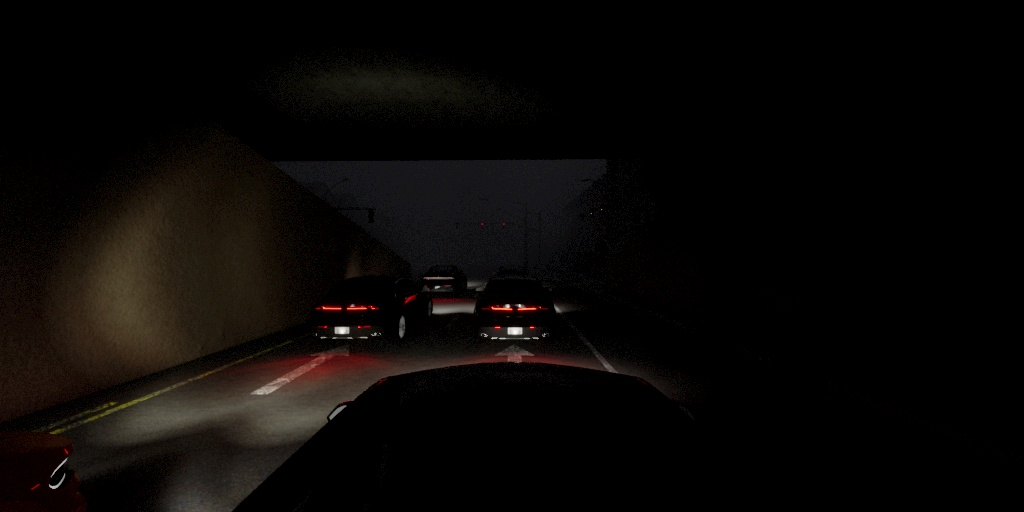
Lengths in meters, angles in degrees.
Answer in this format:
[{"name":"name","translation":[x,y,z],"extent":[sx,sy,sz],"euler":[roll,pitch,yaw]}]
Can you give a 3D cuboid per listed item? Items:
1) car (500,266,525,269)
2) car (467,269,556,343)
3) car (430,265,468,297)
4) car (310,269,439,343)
[{"name":"car","translation":[0.015,1.255,19.019],"extent":[1.837,1.490,4.892],"euler":[0,0,0]},{"name":"car","translation":[0.054,1.255,9.609],"extent":[1.837,1.490,4.892],"euler":[0,0,0]},{"name":"car","translation":[-3.481,1.242,18.984],"extent":[2.128,1.511,4.902],"euler":[0,0,-1]},{"name":"car","translation":[-3.446,1.255,9.667],"extent":[1.837,1.490,4.892],"euler":[0,0,0]}]
